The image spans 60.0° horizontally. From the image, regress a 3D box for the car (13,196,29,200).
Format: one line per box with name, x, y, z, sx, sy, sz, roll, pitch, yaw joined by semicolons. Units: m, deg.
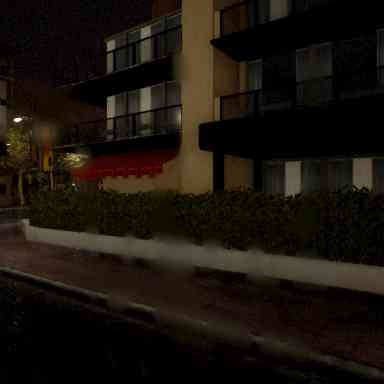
car;-36.130;1.481;67.937;4.892;1.521;2.231;0;0;36
